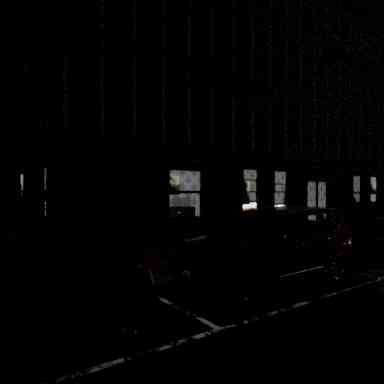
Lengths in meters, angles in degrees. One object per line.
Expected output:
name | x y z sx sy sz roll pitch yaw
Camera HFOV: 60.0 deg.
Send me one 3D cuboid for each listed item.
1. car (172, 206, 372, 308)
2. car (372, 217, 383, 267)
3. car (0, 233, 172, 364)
car | 1.937 1.312 8.105 5.009 1.841 2.192 0 0 -35
car | 6.469 1.556 11.330 4.313 1.339 1.947 0 0 -35
car | -2.593 1.440 4.884 4.097 1.590 1.967 0 0 -35
